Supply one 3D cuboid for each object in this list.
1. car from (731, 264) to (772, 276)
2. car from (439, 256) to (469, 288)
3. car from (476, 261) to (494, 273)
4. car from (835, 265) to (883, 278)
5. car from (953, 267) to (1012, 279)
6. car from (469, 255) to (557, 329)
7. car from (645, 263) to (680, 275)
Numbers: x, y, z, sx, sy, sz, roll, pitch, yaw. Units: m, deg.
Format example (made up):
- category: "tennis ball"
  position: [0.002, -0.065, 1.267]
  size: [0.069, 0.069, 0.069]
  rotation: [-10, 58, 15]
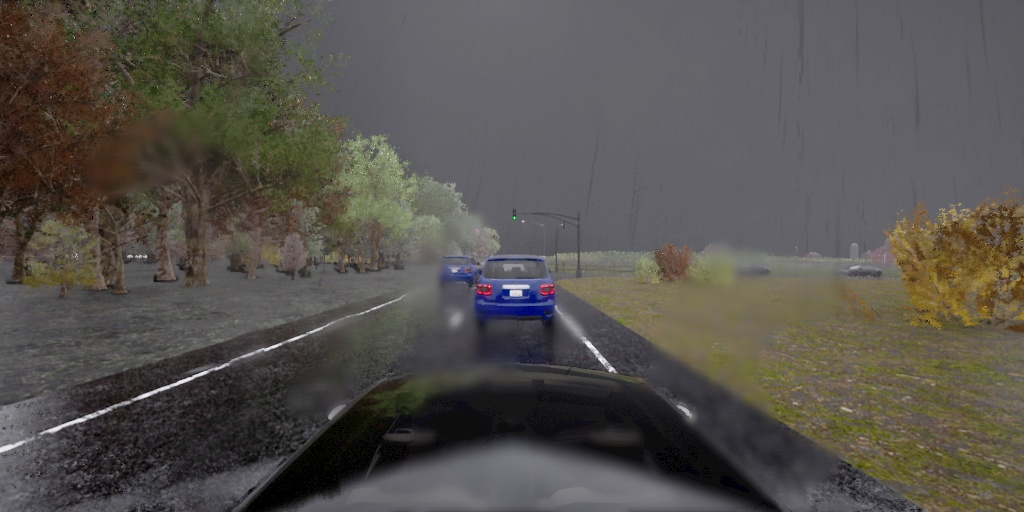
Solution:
- category: "car"
  position: [28.500, 1.687, 42.966]
  size: [4.674, 1.442, 1.812]
  rotation: [0, -1, 0]
- category: "car"
  position: [-3.424, 0.999, 24.143]
  size: [2.150, 2.045, 5.566]
  rotation: [0, 0, 0]
- category: "car"
  position: [-3.449, 1.350, 46.831]
  size: [2.033, 1.411, 5.357]
  rotation: [0, 0, 0]
- category: "car"
  position: [41.500, 1.829, 42.916]
  size: [4.674, 1.442, 1.812]
  rotation: [0, -1, 1]
- category: "car"
  position: [50.982, 1.890, 39.267]
  size: [5.357, 1.411, 2.033]
  rotation: [1, -1, 1]
- category: "car"
  position: [0.090, 0.985, 11.370]
  size: [2.150, 2.045, 5.566]
  rotation: [0, 0, 0]
- category: "car"
  position: [17.655, 1.569, 43.041]
  size: [4.674, 1.442, 1.812]
  rotation: [1, -1, 1]
